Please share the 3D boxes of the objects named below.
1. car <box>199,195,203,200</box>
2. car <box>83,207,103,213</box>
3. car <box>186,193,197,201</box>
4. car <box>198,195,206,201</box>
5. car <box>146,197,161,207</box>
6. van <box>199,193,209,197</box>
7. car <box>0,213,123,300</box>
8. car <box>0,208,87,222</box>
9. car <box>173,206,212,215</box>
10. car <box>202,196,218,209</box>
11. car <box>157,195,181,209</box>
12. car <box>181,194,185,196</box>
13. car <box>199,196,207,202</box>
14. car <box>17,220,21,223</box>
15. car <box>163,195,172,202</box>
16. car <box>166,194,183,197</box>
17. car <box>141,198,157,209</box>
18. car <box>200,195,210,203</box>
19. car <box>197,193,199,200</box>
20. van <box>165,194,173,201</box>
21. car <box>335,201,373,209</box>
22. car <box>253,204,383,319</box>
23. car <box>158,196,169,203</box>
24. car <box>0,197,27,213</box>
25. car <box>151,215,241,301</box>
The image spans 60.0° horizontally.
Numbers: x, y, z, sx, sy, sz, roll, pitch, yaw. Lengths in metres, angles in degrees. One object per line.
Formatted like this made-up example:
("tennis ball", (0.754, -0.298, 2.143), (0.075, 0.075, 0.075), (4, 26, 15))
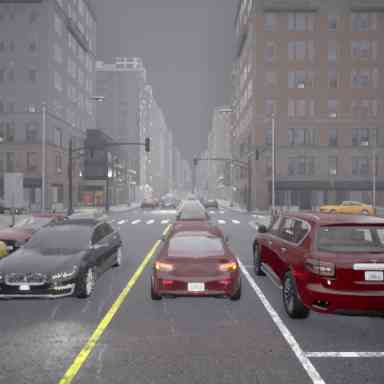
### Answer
("car", (2.665, 1.596, 56.894), (1.802, 1.307, 4.206), (1, 0, 0))
("car", (-5.852, 1.529, 18.365), (1.752, 1.417, 4.829), (1, 0, 0))
("car", (-0.015, 1.570, 85.281), (2.033, 1.411, 5.357), (0, 0, 0))
("car", (2.659, 1.599, 90.934), (1.947, 1.339, 4.313), (1, 0, 0))
("car", (-5.859, 1.557, 51.228), (1.887, 1.381, 4.507), (1, 0, 0))
("van", (2.667, 1.358, 62.568), (1.690, 1.788, 3.998), (1, 0, 0))
("car", (-3.063, 1.507, 8.548), (1.837, 1.490, 4.892), (0, 0, 0))
("car", (-5.851, 1.547, 12.911), (1.887, 1.381, 4.507), (1, 0, 0))
("car", (0.060, 1.605, 17.413), (1.895, 1.301, 4.718), (0, 0, 0))
("car", (2.668, 1.593, 45.548), (1.802, 1.307, 4.206), (1, 0, 0))
("car", (-3.092, 1.502, 45.464), (2.128, 1.511, 4.902), (0, 0, 1))
("car", (-3.043, 1.566, 65.744), (2.033, 1.411, 5.357), (0, 0, 1))
("car", (2.661, 1.608, 79.588), (1.802, 1.307, 4.206), (1, 0, 0))
("car", (-5.850, 1.527, 7.116), (1.752, 1.417, 4.829), (1, 0, 0))
("car", (-5.863, 1.466, 79.592), (1.967, 1.590, 4.097), (1, 0, 0))
("car", (-3.098, 1.561, 55.315), (2.033, 1.411, 5.357), (0, 0, 0))
("car", (-5.858, 1.555, 45.555), (1.887, 1.381, 4.507), (1, 0, 0))
("car", (2.666, 1.594, 51.221), (1.802, 1.307, 4.206), (1, 0, 0))
("car", (2.666, 1.335, 68.241), (2.192, 1.841, 5.009), (1, 0, 0))
("van", (-5.863, 1.371, 85.265), (1.690, 1.788, 3.998), (1, 0, 0))
("car", (15.118, 1.641, 32.745), (5.008, 1.535, 1.882), (0, -1, 1))
("car", (2.678, 1.317, 7.279), (2.192, 1.841, 5.009), (1, 0, 0))
("car", (-5.862, 1.601, 68.247), (1.802, 1.307, 4.206), (1, 0, 0))
("car", (-17.266, 1.198, 29.723), (4.553, 1.767, 2.097), (1, -1, 0))
("car", (0.084, 1.528, 8.235), (1.812, 1.442, 4.674), (0, 0, 0))
